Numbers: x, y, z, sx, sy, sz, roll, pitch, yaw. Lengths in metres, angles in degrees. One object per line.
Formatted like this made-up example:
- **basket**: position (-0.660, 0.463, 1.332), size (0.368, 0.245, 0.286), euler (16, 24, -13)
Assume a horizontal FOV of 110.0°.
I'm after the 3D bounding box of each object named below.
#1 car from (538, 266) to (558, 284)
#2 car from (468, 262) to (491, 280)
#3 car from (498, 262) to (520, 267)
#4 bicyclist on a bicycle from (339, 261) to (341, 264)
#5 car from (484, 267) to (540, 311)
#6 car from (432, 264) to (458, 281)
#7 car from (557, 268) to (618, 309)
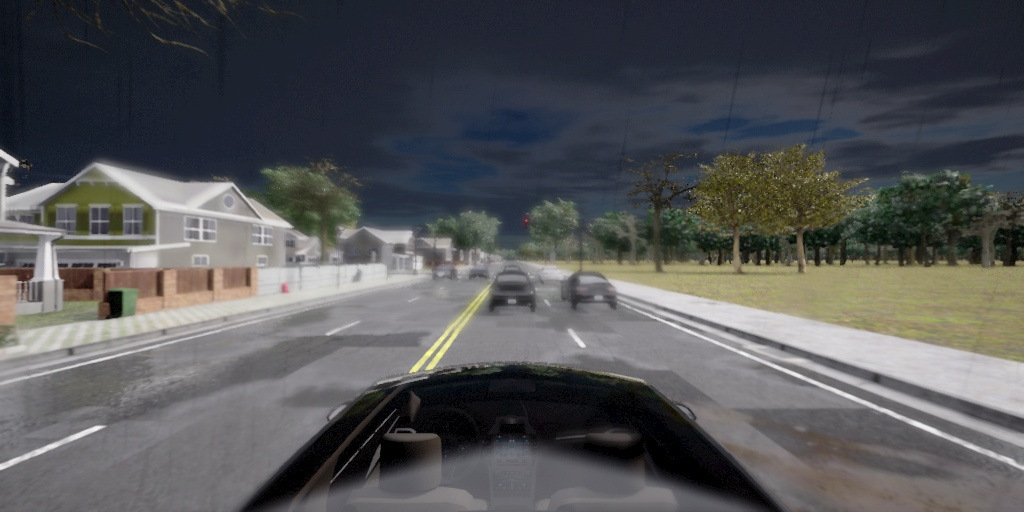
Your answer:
- **car**: position (3.275, 1.570, 30.735), size (1.812, 1.442, 4.674), euler (0, 0, 0)
- **car**: position (-3.259, 1.650, 36.379), size (2.033, 1.411, 5.357), euler (0, -1, 0)
- **car**: position (0.022, 1.548, 30.343), size (1.837, 1.490, 4.892), euler (0, 0, 0)
- **bicyclist on a bicycle**: position (-24.639, 1.592, 51.281), size (0.582, 1.620, 1.656), euler (0, 0, 0)
- **car**: position (0.022, 1.396, 15.347), size (1.837, 1.490, 4.892), euler (0, 0, 0)
- **car**: position (-6.520, 1.585, 35.399), size (2.128, 1.511, 4.902), euler (0, -1, 0)
- **car**: position (3.275, 1.418, 15.741), size (1.812, 1.442, 4.674), euler (0, 0, 0)
